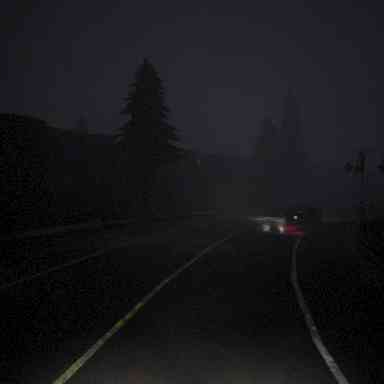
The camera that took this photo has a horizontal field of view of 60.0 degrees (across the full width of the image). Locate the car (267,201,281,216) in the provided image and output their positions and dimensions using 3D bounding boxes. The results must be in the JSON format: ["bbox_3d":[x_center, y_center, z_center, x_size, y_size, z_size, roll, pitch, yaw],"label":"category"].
[{"bbox_3d":[9.095,1.567,32.240,1.882,1.535,5.008,0,0,42],"label":"car"}]

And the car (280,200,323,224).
[{"bbox_3d":[8.812,1.580,25.929,1.837,1.490,4.892,0,0,34],"label":"car"}]

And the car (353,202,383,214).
[{"bbox_3d":[20.294,1.765,37.923,4.718,1.301,1.895,0,0,-41],"label":"car"}]
